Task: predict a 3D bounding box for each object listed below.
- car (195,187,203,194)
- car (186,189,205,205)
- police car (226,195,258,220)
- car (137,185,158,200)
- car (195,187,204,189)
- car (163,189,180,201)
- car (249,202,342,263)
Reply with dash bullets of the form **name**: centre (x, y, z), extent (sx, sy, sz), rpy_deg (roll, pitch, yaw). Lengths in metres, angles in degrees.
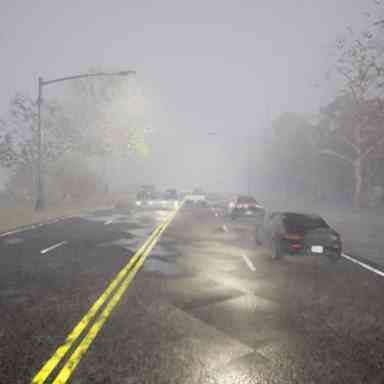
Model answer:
- **car**: centre (1.623, -0.443, 74.293), extent (1.812, 1.442, 4.674), rpy_deg (1, 2, 3)
- **car**: centre (0.399, 0.651, 35.459), extent (1.895, 1.301, 4.718), rpy_deg (1, 0, 1)
- **police car**: centre (3.391, 0.986, 21.949), extent (2.038, 1.542, 4.974), rpy_deg (0, 1, 1)
- **car**: centre (-5.905, 0.027, 44.901), extent (2.150, 2.045, 5.566), rpy_deg (1, 2, 1)
- **car**: centre (0.921, 0.186, 52.816), extent (2.033, 1.411, 5.357), rpy_deg (1, 2, 2)
- **car**: centre (-2.675, 0.345, 44.327), extent (1.837, 1.490, 4.892), rpy_deg (1, 1, 2)
- **car**: centre (3.288, 1.286, 10.985), extent (1.812, 1.442, 4.674), rpy_deg (1, 1, 0)
